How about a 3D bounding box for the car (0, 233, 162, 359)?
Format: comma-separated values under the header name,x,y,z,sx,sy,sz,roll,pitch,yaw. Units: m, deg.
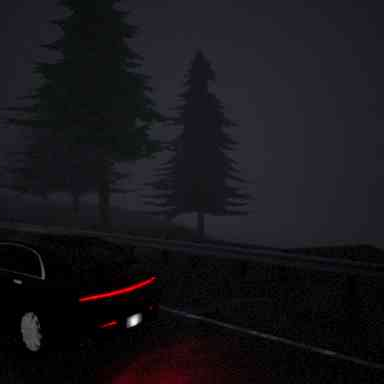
name,x,y,z,sx,sy,sz,roll,pitch,yaw
car,-2.752,1.510,6.025,4.892,1.490,1.837,0,0,36
